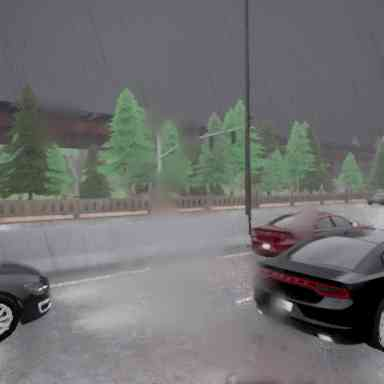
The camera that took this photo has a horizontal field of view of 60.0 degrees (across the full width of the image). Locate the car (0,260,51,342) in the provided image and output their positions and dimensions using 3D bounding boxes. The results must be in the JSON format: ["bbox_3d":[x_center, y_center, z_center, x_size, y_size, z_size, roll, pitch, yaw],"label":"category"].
[{"bbox_3d":[-4.644,1.498,4.737,4.892,1.490,1.837,0,0,-35],"label":"car"}]

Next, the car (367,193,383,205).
[{"bbox_3d":[24.706,0.941,43.235,4.892,1.490,1.837,-1,1,-36],"label":"car"}]

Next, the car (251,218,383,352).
[{"bbox_3d":[3.340,1.423,6.186,5.008,1.535,1.882,-1,1,-35],"label":"car"}]

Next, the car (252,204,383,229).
[{"bbox_3d":[4.162,1.379,11.063,5.008,1.535,1.882,-1,1,-35],"label":"car"}]
